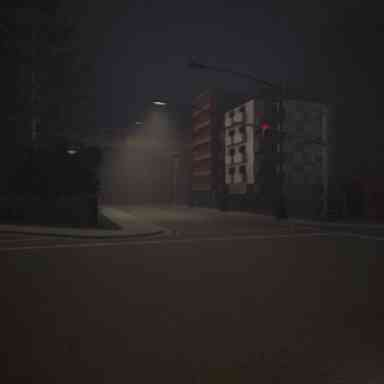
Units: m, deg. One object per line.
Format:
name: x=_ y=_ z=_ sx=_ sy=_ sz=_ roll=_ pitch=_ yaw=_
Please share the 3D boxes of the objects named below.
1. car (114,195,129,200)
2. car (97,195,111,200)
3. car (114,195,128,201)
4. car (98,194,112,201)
car: x=-17.451 y=1.248 z=82.374 sx=1.853 sy=1.218 sz=4.536 roll=0 pitch=0 yaw=-40
car: x=-21.429 y=1.257 z=81.258 sx=1.853 sy=1.218 sz=4.536 roll=0 pitch=0 yaw=5
car: x=-17.417 y=1.405 z=82.335 sx=2.038 sy=1.542 sz=4.974 roll=0 pitch=0 yaw=-40
car: x=-21.433 y=1.415 z=81.207 sx=2.038 sy=1.542 sz=4.974 roll=0 pitch=0 yaw=5
